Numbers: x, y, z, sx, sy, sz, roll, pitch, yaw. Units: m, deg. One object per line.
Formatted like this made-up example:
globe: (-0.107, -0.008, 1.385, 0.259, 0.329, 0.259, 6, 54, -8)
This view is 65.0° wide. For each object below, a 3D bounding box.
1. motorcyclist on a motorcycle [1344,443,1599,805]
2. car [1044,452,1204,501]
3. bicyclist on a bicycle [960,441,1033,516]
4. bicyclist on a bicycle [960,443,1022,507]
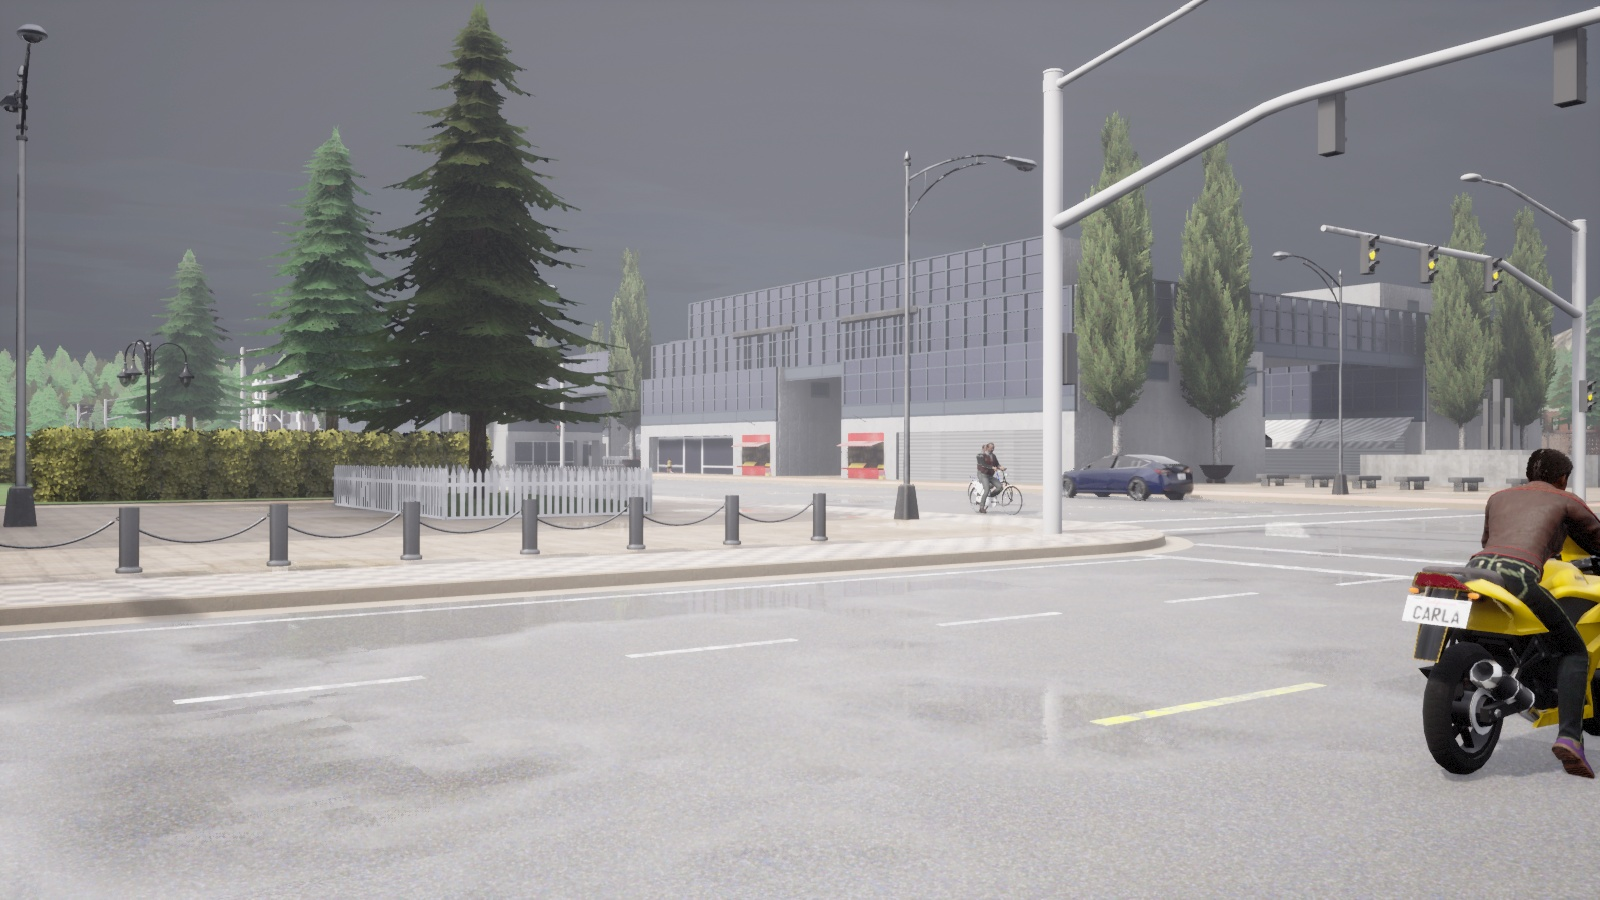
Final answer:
motorcyclist on a motorcycle: (3.643, 0.734, 6.198, 2.044, 1.523, 0.797, 0, 0, -35)
car: (10.468, 0.822, 40.907, 2.163, 1.488, 4.792, 0, 0, -35)
bicyclist on a bicycle: (4.793, 0.680, 30.691, 0.659, 1.776, 1.843, 0, 0, -35)
bicyclist on a bicycle: (5.441, 0.692, 35.879, 0.659, 1.776, 1.843, 0, 0, -35)
